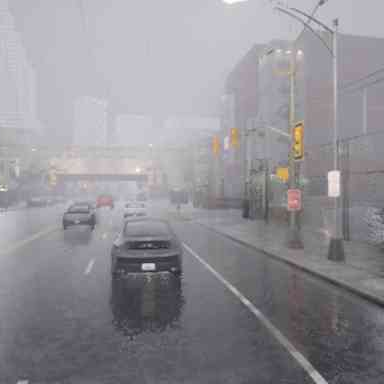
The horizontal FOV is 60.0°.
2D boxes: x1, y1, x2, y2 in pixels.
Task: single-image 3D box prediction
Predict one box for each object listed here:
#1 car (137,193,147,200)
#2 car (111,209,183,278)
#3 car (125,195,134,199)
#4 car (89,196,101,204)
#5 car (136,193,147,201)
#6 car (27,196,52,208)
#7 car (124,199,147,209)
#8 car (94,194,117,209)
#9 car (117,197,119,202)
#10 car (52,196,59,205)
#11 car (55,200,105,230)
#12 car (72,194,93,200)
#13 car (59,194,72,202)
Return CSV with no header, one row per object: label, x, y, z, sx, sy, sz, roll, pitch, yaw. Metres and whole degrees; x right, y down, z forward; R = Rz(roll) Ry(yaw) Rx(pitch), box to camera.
car,-11.799,1.623,79.779,1.895,1.301,4.718,0,0,-12
car,-1.408,1.508,10.218,1.837,1.490,4.892,0,0,-9
car,-14.444,1.391,76.776,2.097,1.767,4.553,0,0,-10
car,-20.080,1.575,68.969,2.128,1.511,4.902,0,0,-11
car,-13.279,1.261,87.026,2.435,2.045,5.566,0,0,-12
car,-22.594,1.538,48.665,2.097,1.535,5.008,0,0,-12
car,-5.077,1.613,29.665,1.895,1.301,4.718,0,0,-11
car,-11.801,1.251,45.633,2.150,2.045,5.566,0,0,-11
car,-18.586,1.599,79.908,1.994,1.385,4.181,0,0,-11
car,-23.977,1.416,54.941,2.185,1.767,4.553,0,0,-12
car,-7.029,1.509,21.404,2.128,1.511,4.902,0,0,-11
car,-16.115,1.519,48.895,1.882,1.535,5.008,0,0,-11
car,-26.033,1.548,65.518,2.231,1.521,4.892,0,0,-2
